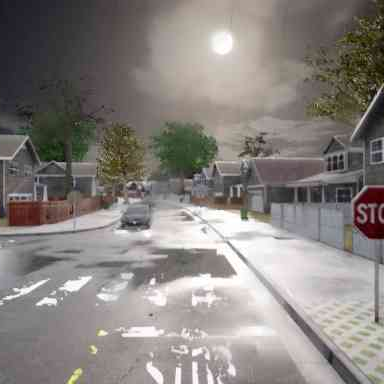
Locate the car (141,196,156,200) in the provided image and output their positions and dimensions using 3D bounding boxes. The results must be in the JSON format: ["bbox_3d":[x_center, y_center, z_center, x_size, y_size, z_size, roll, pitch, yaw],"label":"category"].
[{"bbox_3d":[-6.264,1.338,47.874,2.097,1.767,4.553,0,0,-8],"label":"car"}]

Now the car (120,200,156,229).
[{"bbox_3d":[-3.524,1.535,21.941,1.837,1.490,4.892,0,0,-4],"label":"car"}]
